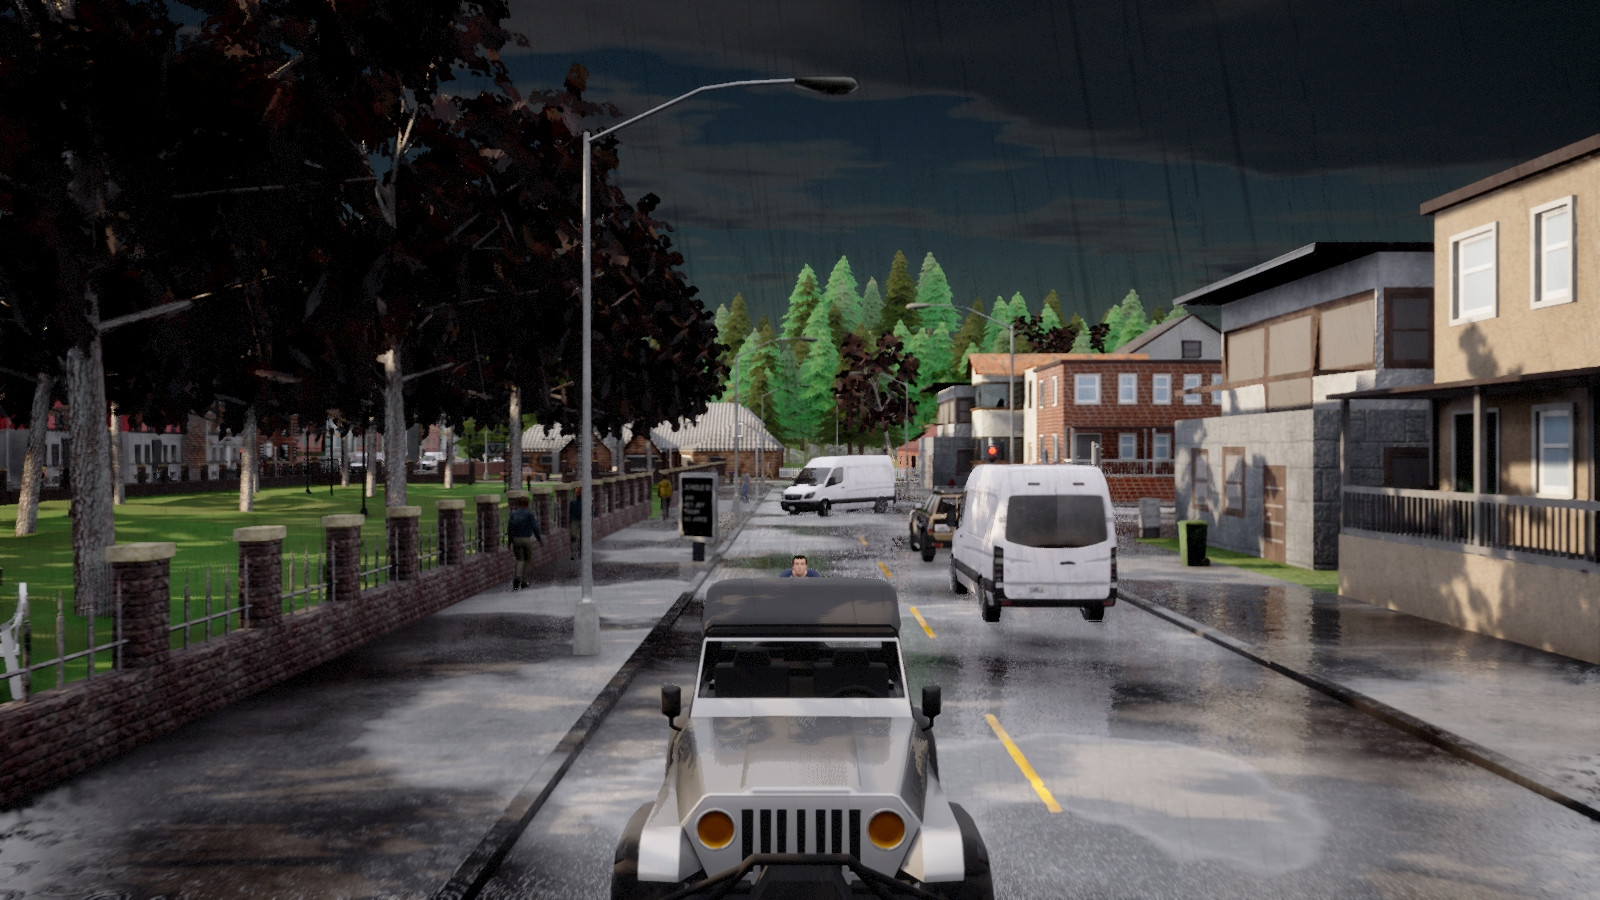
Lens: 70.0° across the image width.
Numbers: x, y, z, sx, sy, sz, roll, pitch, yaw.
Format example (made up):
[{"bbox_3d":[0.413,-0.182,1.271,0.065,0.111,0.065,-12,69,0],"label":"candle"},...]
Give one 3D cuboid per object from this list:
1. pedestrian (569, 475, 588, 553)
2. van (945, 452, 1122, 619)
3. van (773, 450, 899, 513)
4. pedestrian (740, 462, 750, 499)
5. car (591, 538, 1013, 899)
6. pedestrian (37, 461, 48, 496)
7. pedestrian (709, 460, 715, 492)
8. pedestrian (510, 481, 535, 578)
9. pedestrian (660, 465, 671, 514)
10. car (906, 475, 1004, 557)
[{"bbox_3d":[-5.332,1.525,27.460,0.375,1.860,0.375,0,0,2],"label":"pedestrian"},{"bbox_3d":[3.973,1.315,20.551,1.988,2.561,5.915,0,0,0],"label":"van"},{"bbox_3d":[1.653,1.314,49.461,1.988,2.561,5.915,-2,-1,43],"label":"van"},{"bbox_3d":[-2.720,1.526,56.929,0.375,1.860,0.375,0,0,22],"label":"pedestrian"},{"bbox_3d":[0.012,1.637,7.099,1.905,1.878,3.866,0,0,0],"label":"car"},{"bbox_3d":[-40.494,1.526,61.071,0.375,1.860,0.375,0,0,0],"label":"pedestrian"},{"bbox_3d":[-5.206,1.526,67.724,0.375,1.860,0.375,0,0,-3],"label":"pedestrian"},{"bbox_3d":[-5.351,1.525,22.036,0.375,1.860,0.375,0,0,3],"label":"pedestrian"},{"bbox_3d":[-5.146,1.525,43.730,0.375,1.860,0.375,0,0,2],"label":"pedestrian"},{"bbox_3d":[3.944,1.644,29.854,1.932,1.855,4.605,0,0,0],"label":"car"}]
